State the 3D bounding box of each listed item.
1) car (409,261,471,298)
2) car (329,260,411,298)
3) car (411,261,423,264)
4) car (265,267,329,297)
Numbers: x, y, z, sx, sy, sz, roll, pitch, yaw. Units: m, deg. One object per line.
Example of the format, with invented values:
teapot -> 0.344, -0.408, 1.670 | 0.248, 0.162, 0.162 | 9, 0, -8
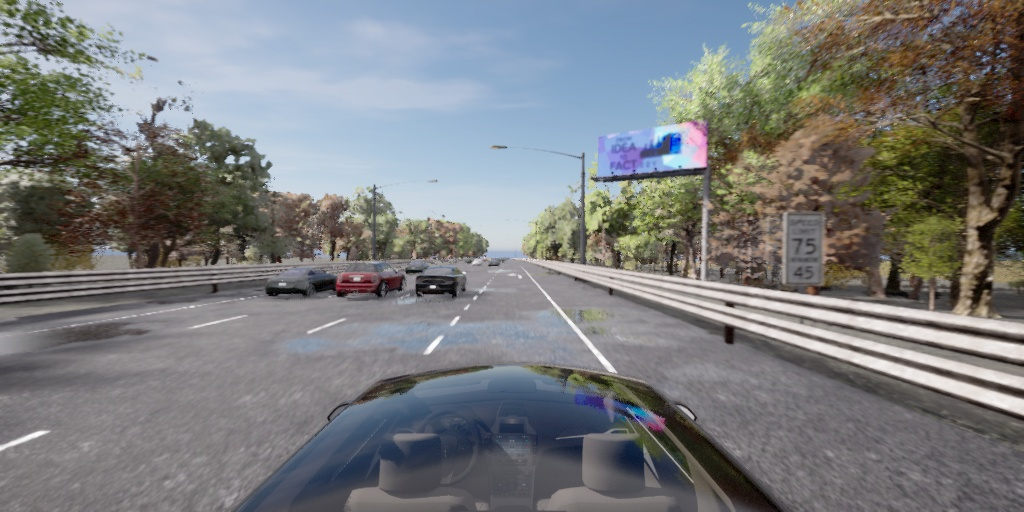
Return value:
car -> -3.477, 1.212, 18.273 | 1.882, 1.535, 5.008 | 0, 0, 0
car -> -6.977, 1.071, 18.261 | 2.097, 1.767, 4.553 | 0, 0, 0
car -> -10.453, 1.272, 40.051 | 1.994, 1.385, 4.181 | 0, 0, 0
car -> -10.480, 1.268, 18.385 | 1.994, 1.385, 4.181 | 0, 0, 0
